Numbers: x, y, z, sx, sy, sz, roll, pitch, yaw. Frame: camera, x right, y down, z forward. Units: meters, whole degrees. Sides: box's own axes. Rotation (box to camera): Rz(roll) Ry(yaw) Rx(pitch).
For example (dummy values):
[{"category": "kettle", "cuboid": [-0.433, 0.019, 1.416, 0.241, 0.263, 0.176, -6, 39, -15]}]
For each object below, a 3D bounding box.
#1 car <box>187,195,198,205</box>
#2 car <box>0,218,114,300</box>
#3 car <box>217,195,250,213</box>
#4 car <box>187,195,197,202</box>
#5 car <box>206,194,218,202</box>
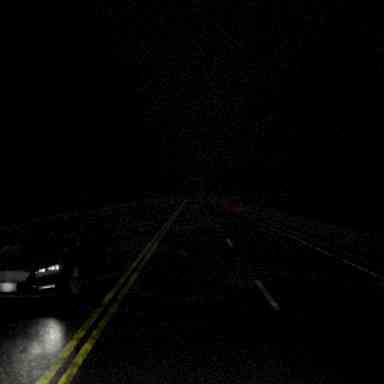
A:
[{"category": "car", "cuboid": [0.091, 1.449, 57.369, 2.033, 1.411, 5.357, 0, 0, 0]}, {"category": "car", "cuboid": [-3.350, 1.455, 8.483, 2.128, 1.511, 4.902, 0, 0, 0]}, {"category": "car", "cuboid": [3.246, 1.012, 25.352, 1.882, 1.535, 5.008, 0, 0, 0]}, {"category": "car", "cuboid": [-0.011, 1.473, 73.652, 2.033, 1.411, 5.357, 0, 0, 0]}, {"category": "car", "cuboid": [3.242, 0.989, 51.119, 1.882, 1.535, 5.008, 0, 0, 0]}]
